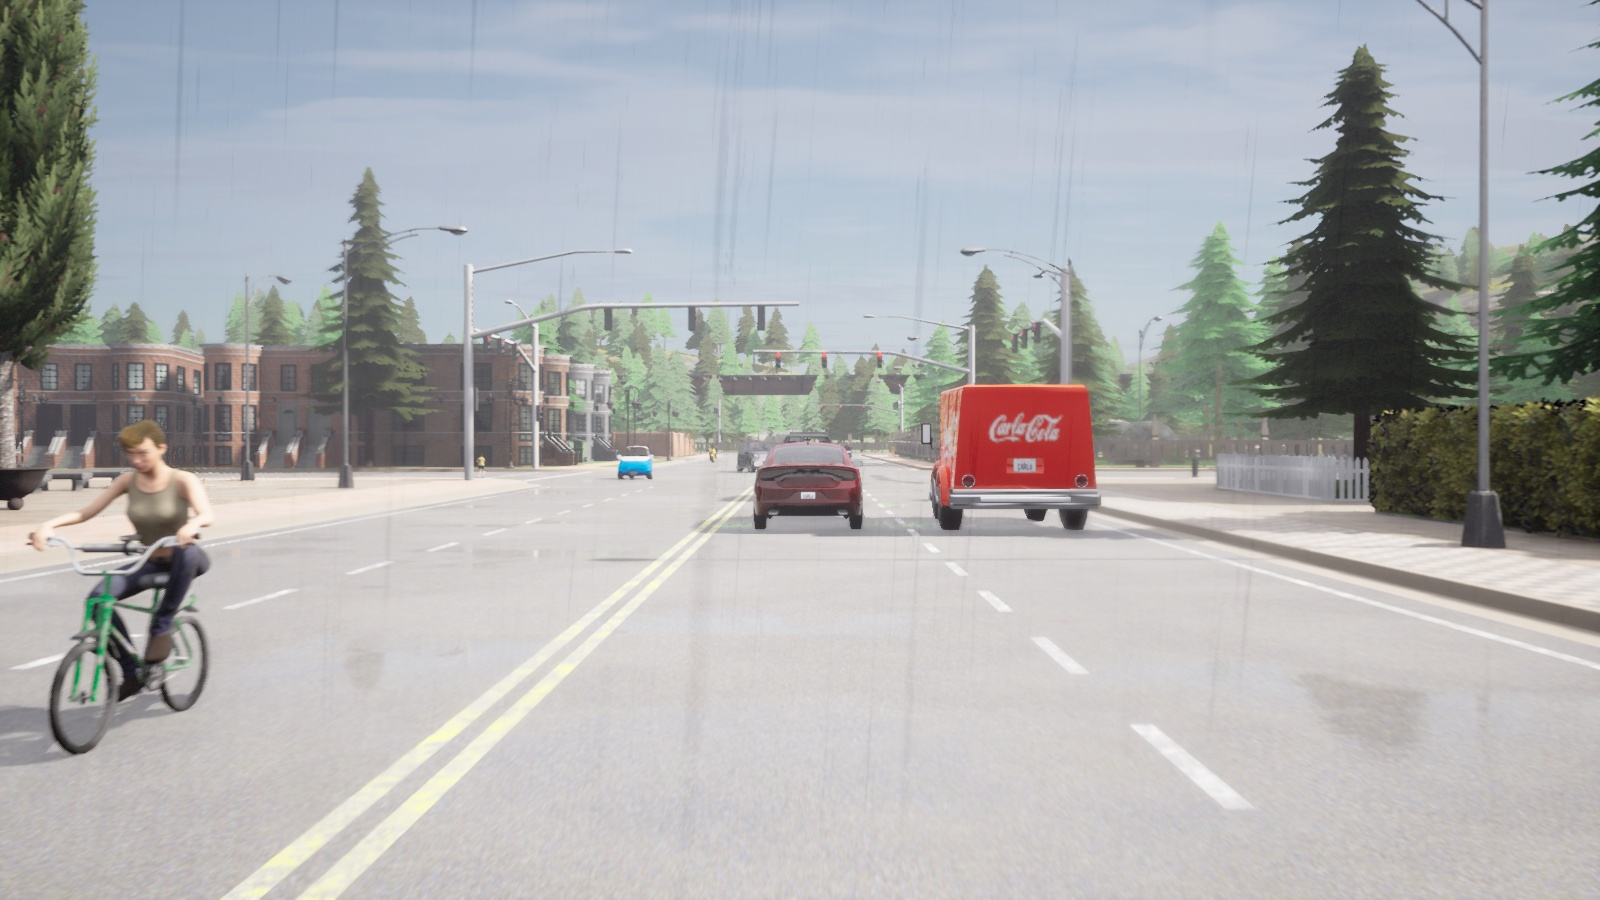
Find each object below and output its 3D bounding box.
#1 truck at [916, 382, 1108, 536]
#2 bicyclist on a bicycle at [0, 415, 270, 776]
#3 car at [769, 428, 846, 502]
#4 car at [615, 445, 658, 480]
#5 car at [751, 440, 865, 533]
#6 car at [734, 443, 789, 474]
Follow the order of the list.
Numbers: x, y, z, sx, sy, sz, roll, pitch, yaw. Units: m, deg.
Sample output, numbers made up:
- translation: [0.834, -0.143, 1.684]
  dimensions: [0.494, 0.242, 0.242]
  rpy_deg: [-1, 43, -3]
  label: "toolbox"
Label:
- translation: [3.645, 0.134, 22.789]
  dimensions: [2.627, 2.467, 5.204]
  rpy_deg: [0, 0, 0]
  label: "truck"
- translation: [-3.444, 0.644, 6.364]
  dimensions: [0.866, 1.612, 1.509]
  rpy_deg: [0, 0, 1]
  label: "bicyclist on a bicycle"
- translation: [0.206, 0.373, 33.801]
  dimensions: [1.932, 1.855, 4.605]
  rpy_deg: [0, 0, 0]
  label: "car"
- translation: [-6.692, 0.506, 51.487]
  dimensions: [1.481, 1.376, 2.207]
  rpy_deg: [0, 0, 0]
  label: "car"
- translation: [0.148, 0.593, 23.273]
  dimensions: [1.882, 1.535, 5.008]
  rpy_deg: [0, 0, 0]
  label: "car"
- translation: [-1.976, 0.403, 63.196]
  dimensions: [1.845, 1.501, 3.633]
  rpy_deg: [0, 0, -17]
  label: "car"
